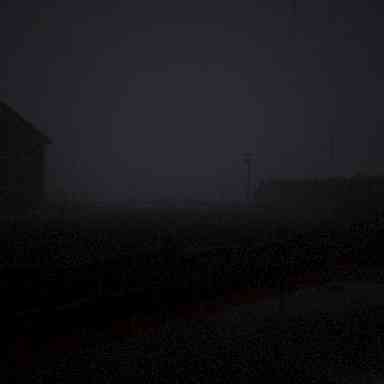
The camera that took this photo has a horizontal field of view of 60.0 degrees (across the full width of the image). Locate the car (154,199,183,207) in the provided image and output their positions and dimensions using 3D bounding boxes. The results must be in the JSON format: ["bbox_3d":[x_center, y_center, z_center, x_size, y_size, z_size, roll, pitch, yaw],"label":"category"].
[{"bbox_3d":[-3.280,1.617,45.288,2.033,1.411,5.357,0,0,-35],"label":"car"}]
